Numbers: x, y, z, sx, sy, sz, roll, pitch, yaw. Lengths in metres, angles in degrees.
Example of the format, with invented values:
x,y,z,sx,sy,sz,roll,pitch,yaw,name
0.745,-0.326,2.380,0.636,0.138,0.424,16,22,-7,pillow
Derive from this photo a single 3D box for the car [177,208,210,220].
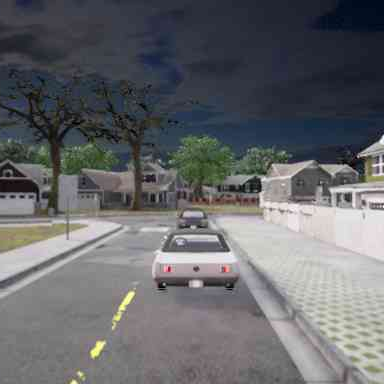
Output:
x,y,z,sx,sy,sz,roll,pitch,yaw,name
0.074,1.705,19.818,1.812,1.442,4.674,0,-1,0,car

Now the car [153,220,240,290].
x,y,z,sx,sy,sz,roll,pitch,yaw,name
0.090,1.685,9.312,1.895,1.301,4.718,0,0,0,car

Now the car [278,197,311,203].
x,y,z,sx,sy,sz,roll,pitch,yaw,name
11.582,1.644,39.596,5.566,2.045,2.150,0,-1,-19,car
